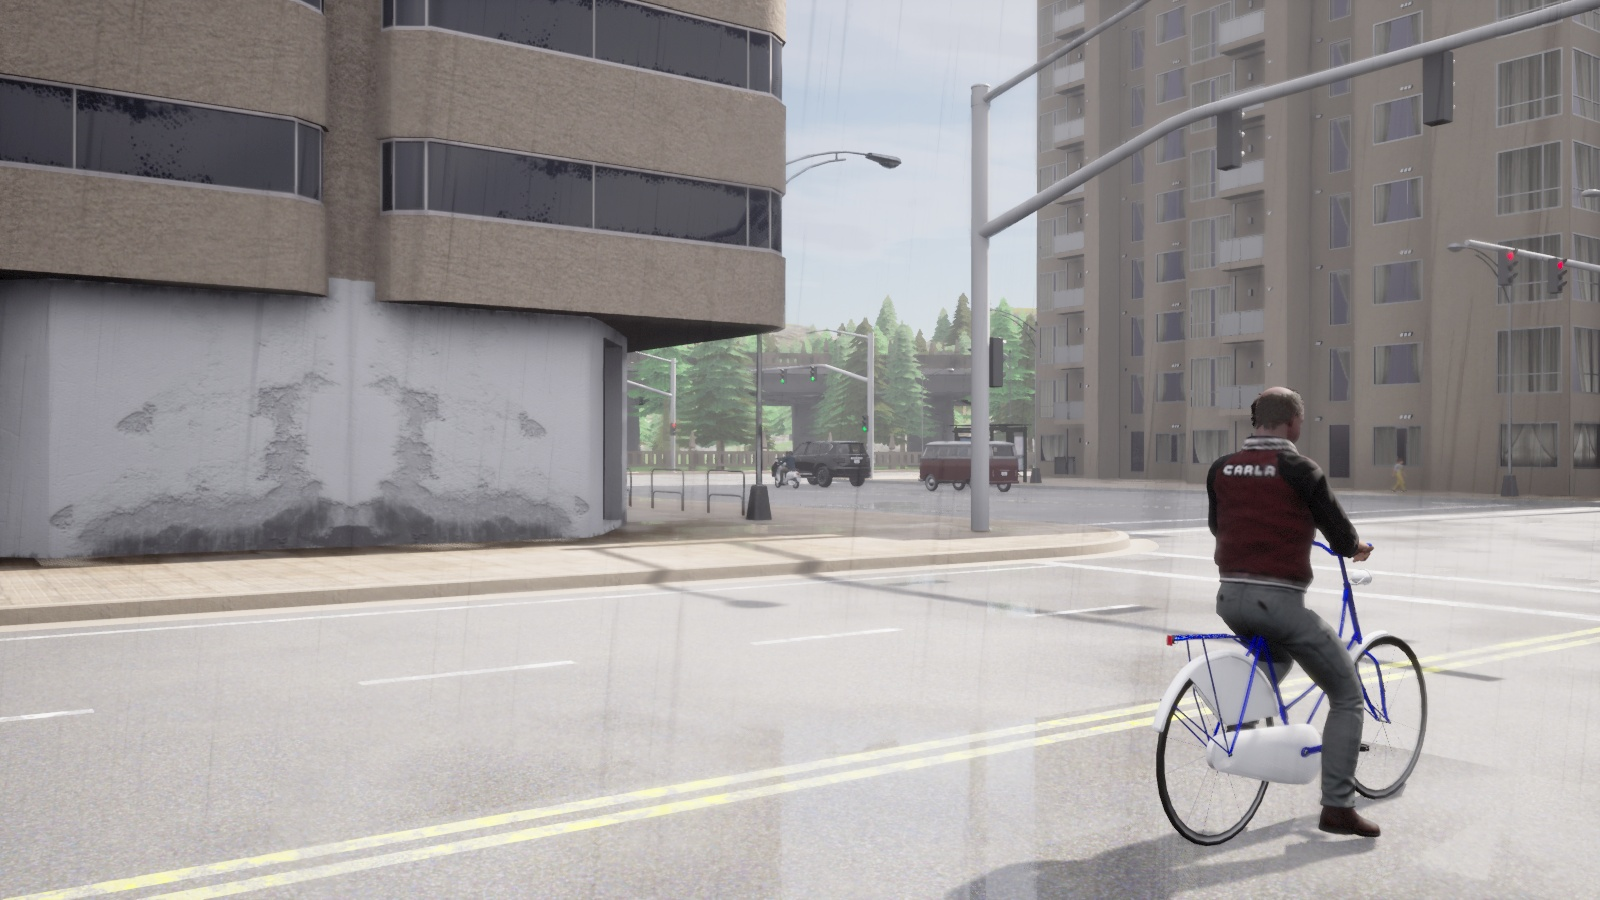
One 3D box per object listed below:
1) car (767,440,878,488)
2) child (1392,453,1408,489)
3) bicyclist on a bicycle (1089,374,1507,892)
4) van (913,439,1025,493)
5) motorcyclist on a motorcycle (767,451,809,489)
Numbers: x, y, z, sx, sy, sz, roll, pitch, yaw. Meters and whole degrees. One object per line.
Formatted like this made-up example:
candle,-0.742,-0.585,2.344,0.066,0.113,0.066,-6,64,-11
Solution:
car,0.952,0.601,56.902,2.150,2.045,5.566,0,0,-35
child,21.216,0.747,44.421,0.270,1.263,0.437,0,0,-34
bicyclist on a bicycle,2.064,0.623,5.099,1.843,1.776,0.659,0,0,-35
van,6.528,0.604,49.071,1.775,1.987,4.442,0,0,-35
motorcyclist on a motorcycle,-0.524,0.829,52.943,0.866,1.590,1.817,0,0,-35
